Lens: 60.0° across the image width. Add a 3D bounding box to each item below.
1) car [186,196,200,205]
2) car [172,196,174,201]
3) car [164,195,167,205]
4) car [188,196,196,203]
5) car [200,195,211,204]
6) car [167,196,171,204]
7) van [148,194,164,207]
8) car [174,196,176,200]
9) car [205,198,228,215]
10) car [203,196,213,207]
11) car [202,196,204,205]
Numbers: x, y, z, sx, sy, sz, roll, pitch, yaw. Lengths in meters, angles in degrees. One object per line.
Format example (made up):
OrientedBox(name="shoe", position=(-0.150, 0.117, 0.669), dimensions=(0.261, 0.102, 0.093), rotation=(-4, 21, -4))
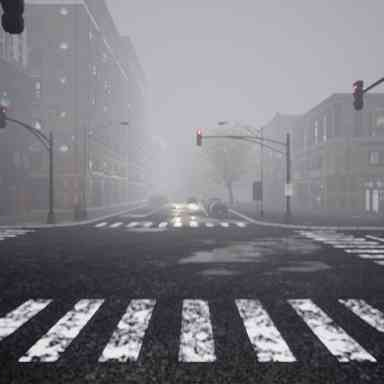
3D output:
OrientedBox(name="car", position=(0.018, 1.542, 60.476), dimensions=(1.882, 1.535, 5.008), rotation=(0, 0, 0))
OrientedBox(name="car", position=(-5.671, 1.646, 73.584), dimensions=(2.008, 1.369, 4.403), rotation=(0, 0, 0))
OrientedBox(name="car", position=(-5.676, 1.638, 56.494), dimensions=(1.802, 1.307, 4.206), rotation=(0, 0, 0))
OrientedBox(name="car", position=(0.020, 1.524, 70.893), dimensions=(1.812, 1.442, 4.674), rotation=(0, 0, 0))
OrientedBox(name="car", position=(2.708, 1.521, 67.884), dimensions=(1.967, 1.590, 4.097), rotation=(0, 0, 0))
OrientedBox(name="car", position=(-5.674, 1.383, 62.191), dimensions=(2.192, 1.841, 5.009), rotation=(0, 0, 0))
OrientedBox(name="van", position=(-5.678, 1.387, 50.797), dimensions=(1.690, 1.788, 3.998), rotation=(0, 0, 0))
OrientedBox(name="car", position=(-5.667, 1.666, 90.505), dimensions=(1.752, 1.417, 4.829), rotation=(0, 0, 0))
OrientedBox(name="car", position=(2.699, 1.572, 33.702), dimensions=(2.008, 1.369, 4.403), rotation=(0, 0, 0))
OrientedBox(name="car", position=(2.701, 1.470, 39.400), dimensions=(1.967, 1.590, 4.097), rotation=(0, 0, 0))
OrientedBox(name="car", position=(2.702, 1.477, 45.096), dimensions=(1.967, 1.590, 4.097), rotation=(0, 0, 0))
